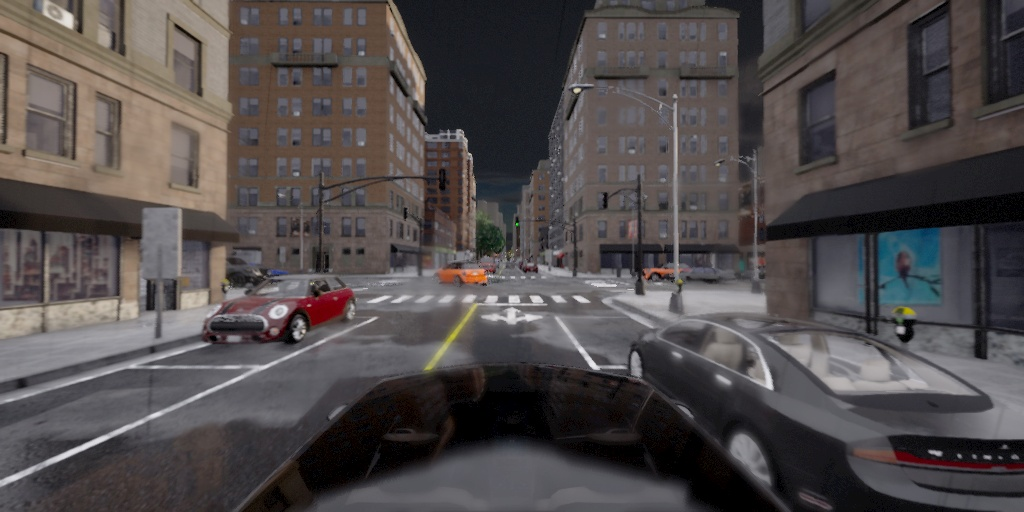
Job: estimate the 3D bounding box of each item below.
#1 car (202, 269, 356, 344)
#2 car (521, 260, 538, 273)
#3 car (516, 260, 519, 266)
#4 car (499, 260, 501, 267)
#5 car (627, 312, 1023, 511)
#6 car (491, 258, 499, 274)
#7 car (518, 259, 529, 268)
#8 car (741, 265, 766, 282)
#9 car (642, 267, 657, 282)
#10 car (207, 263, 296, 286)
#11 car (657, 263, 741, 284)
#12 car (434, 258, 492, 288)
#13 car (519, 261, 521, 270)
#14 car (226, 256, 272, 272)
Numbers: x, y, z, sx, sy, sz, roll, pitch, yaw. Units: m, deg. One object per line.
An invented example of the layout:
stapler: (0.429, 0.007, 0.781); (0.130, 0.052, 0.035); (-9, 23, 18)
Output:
car: (-5.856, 1.235, 9.555); (1.967, 1.591, 4.097); (0, 0, 0)
car: (2.538, 1.589, 47.992); (1.888, 1.381, 4.507); (0, 0, -1)
car: (2.383, 1.486, 64.511); (2.192, 1.841, 5.009); (0, 0, -1)
car: (-3.279, 1.652, 56.150); (2.033, 1.411, 5.357); (0, 0, 0)
car: (2.670, 1.314, 4.067); (2.007, 1.370, 4.403); (0, 0, 0)
car: (-3.208, 1.250, 45.824); (2.150, 2.045, 5.566); (0, 0, 0)
car: (2.433, 1.653, 59.175); (1.751, 1.417, 4.829); (0, 0, -1)
car: (22.791, 1.579, 32.498); (4.892, 1.490, 1.837); (0, -1, 0)
car: (13.968, 1.386, 32.464); (4.553, 1.767, 2.097); (0, -1, 0)
car: (-18.455, 1.276, 25.565); (5.008, 1.535, 1.882); (0, -1, 0)
car: (15.139, 1.542, 29.204); (5.357, 1.411, 2.033); (0, -1, 0)
car: (-3.708, 1.203, 25.184); (2.097, 1.767, 4.553); (0, -1, -37)
car: (2.487, 1.650, 53.498); (1.948, 1.339, 4.313); (0, 0, -1)
car: (-18.061, 0.977, 22.312); (5.566, 2.045, 2.150); (0, -1, -1)
